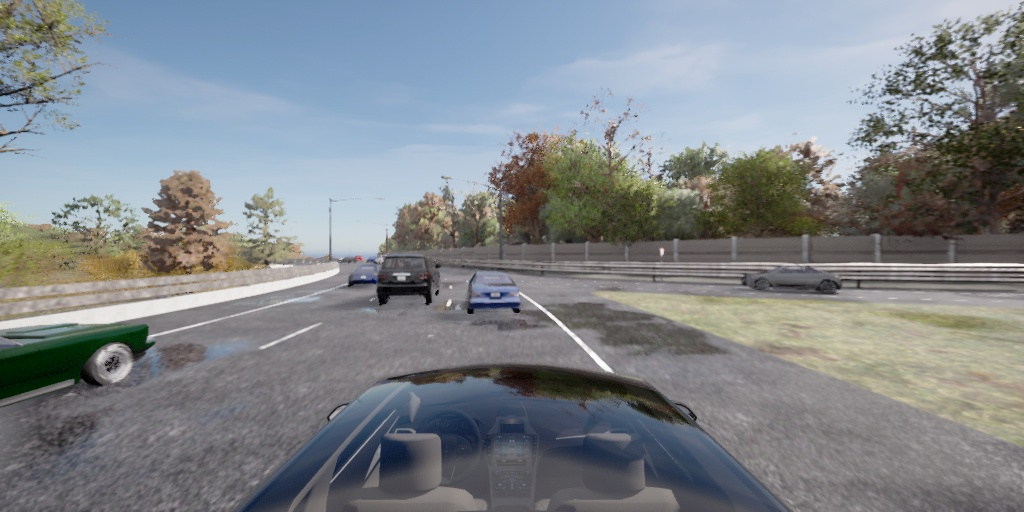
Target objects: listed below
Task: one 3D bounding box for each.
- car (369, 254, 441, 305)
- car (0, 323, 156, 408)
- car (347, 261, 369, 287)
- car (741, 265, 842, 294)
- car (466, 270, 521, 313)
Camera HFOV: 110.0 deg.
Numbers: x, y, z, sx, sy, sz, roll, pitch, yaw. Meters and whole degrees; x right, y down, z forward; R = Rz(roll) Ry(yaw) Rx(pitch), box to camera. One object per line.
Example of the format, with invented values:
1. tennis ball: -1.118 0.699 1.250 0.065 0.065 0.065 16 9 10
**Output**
1. car: -4.498 0.934 16.188 2.150 2.045 5.566 0 0 -7
2. car: -7.070 1.375 4.037 1.895 1.301 4.718 0 0 -2
3. car: -9.621 1.269 24.151 1.994 1.385 4.181 0 0 -12
4. car: 14.580 1.175 18.939 4.181 1.385 1.994 0 0 27
5. car: -0.781 1.253 13.747 2.033 1.411 5.357 0 0 -6
